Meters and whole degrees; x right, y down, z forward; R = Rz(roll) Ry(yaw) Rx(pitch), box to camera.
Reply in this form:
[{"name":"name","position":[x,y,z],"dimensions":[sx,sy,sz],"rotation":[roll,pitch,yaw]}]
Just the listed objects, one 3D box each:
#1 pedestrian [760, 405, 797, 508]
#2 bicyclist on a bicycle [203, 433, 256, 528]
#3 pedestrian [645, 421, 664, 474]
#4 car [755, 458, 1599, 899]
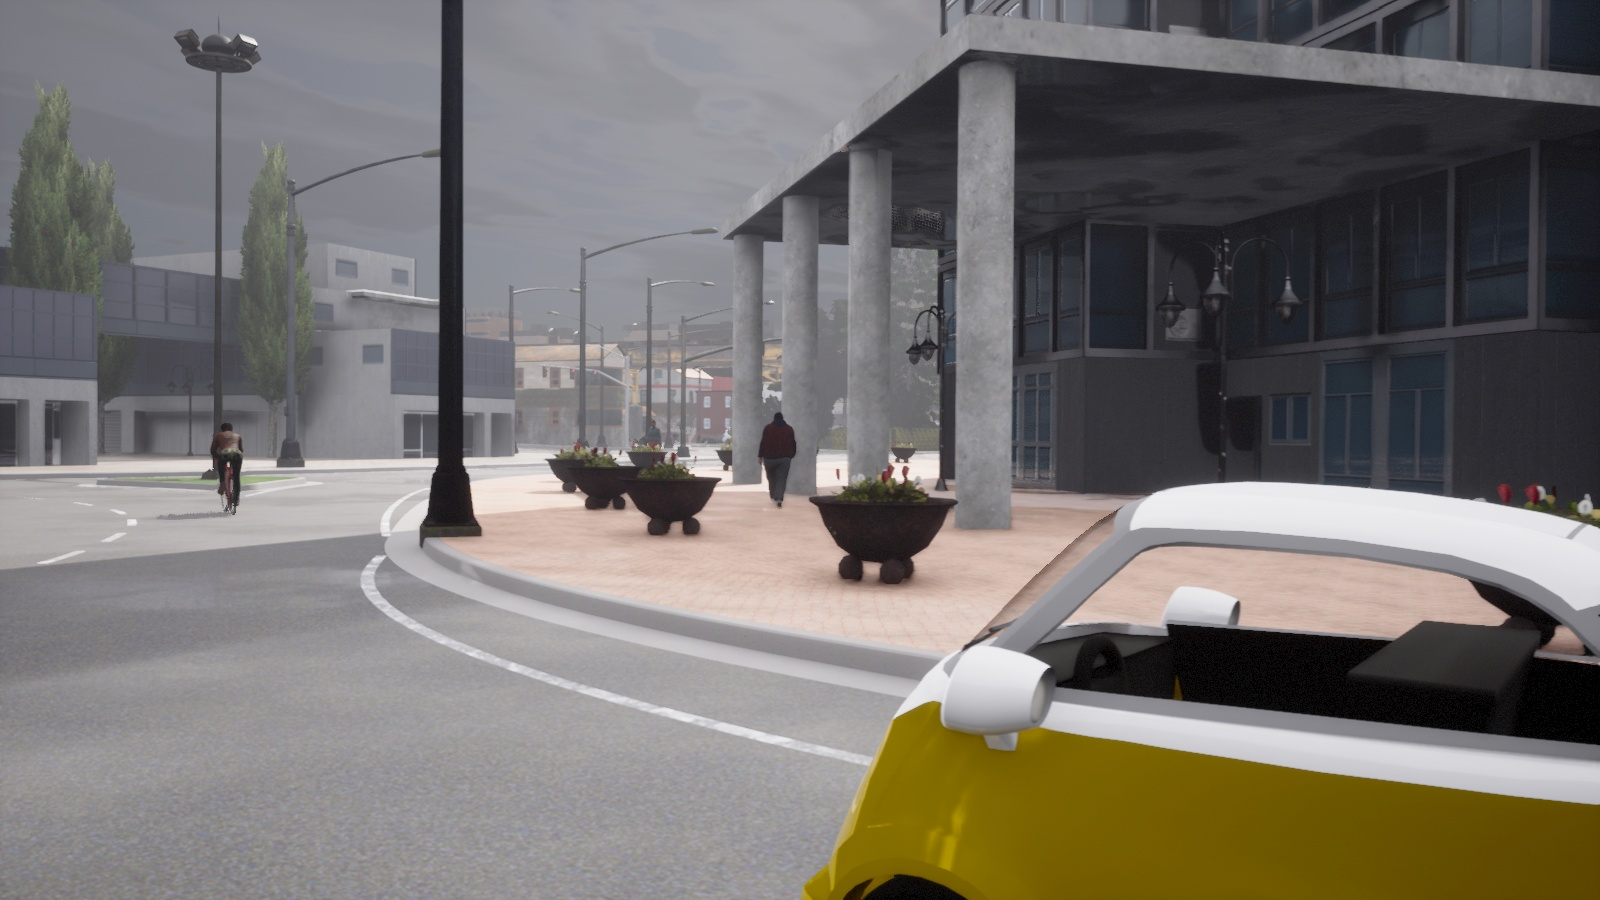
[{"name":"pedestrian","position":[-0.402,0.118,23.089],"dimensions":[0.634,1.844,0.899],"rotation":[-1,1,-2]},{"name":"bicyclist on a bicycle","position":[-10.150,0.519,22.309],"dimensions":[0.582,1.620,1.656],"rotation":[-2,1,-33]},{"name":"pedestrian","position":[-5.052,-0.086,43.544],"dimensions":[0.353,1.847,0.614],"rotation":[0,1,25]},{"name":"car","position":[1.225,0.736,2.867],"dimensions":[2.207,1.376,1.481],"rotation":[1,1,35]}]
